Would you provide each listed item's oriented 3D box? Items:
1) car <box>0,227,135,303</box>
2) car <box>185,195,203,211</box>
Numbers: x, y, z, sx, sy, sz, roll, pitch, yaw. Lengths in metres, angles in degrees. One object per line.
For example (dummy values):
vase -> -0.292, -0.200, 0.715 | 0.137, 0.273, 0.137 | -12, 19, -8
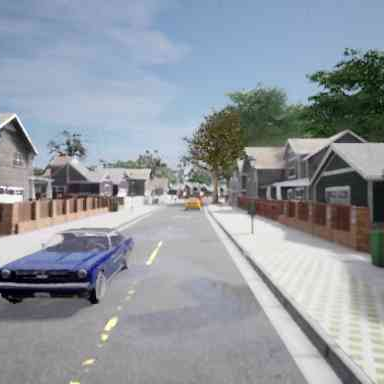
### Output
car -> -2.757, 1.611, 8.353 | 1.895, 1.301, 4.718 | 0, 0, 0
car -> 0.158, 1.517, 42.099 | 1.882, 1.535, 5.008 | 0, 0, 2
